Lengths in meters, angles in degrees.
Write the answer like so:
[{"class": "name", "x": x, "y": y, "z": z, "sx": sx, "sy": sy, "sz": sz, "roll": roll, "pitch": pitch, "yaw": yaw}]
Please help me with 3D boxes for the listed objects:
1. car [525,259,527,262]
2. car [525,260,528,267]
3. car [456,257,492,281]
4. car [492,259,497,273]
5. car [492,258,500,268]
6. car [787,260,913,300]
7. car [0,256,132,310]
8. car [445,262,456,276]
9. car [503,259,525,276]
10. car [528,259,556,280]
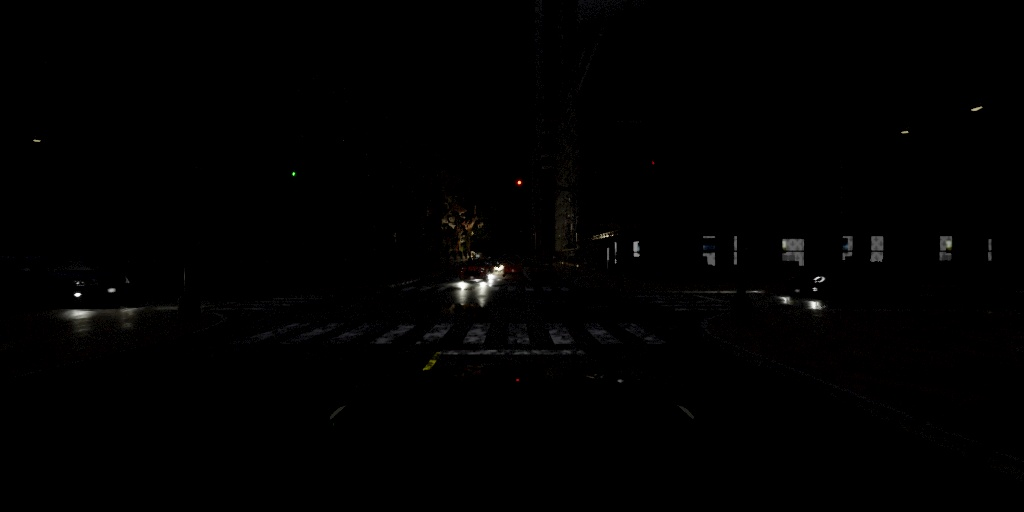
[{"class": "car", "x": 2.665, "y": 1.314, "z": 59.266, "sx": 1.948, "sy": 1.339, "sz": 4.313, "roll": 0, "pitch": 0, "yaw": 0}, {"class": "car", "x": 2.675, "y": 1.318, "z": 36.541, "sx": 1.948, "sy": 1.339, "sz": 4.313, "roll": 0, "pitch": 0, "yaw": 0}, {"class": "car", "x": -3.112, "y": 1.104, "z": 30.034, "sx": 2.097, "sy": 1.767, "sz": 4.553, "roll": 0, "pitch": 0, "yaw": 0}, {"class": "car", "x": -3.115, "y": 1.353, "z": 41.434, "sx": 1.895, "sy": 1.301, "sz": 4.718, "roll": 0, "pitch": 0, "yaw": 0}, {"class": "car", "x": -3.072, "y": 1.100, "z": 59.242, "sx": 2.097, "sy": 1.767, "sz": 4.553, "roll": 0, "pitch": 0, "yaw": 0}, {"class": "car", "x": 15.730, "y": 1.056, "z": 16.893, "sx": 4.553, "sy": 1.767, "sz": 2.097, "roll": 0, "pitch": 0, "yaw": 1}, {"class": "car", "x": -18.778, "y": 1.014, "z": 14.402, "sx": 5.566, "sy": 2.045, "sz": 2.150, "roll": 0, "pitch": 0, "yaw": 1}, {"class": "car", "x": -5.706, "y": 1.297, "z": 36.535, "sx": 1.888, "sy": 1.381, "sz": 4.507, "roll": 0, "pitch": 0, "yaw": 0}, {"class": "car", "x": 0.084, "y": 1.230, "z": 36.855, "sx": 1.882, "sy": 1.535, "sz": 5.008, "roll": 0, "pitch": 0, "yaw": 0}, {"class": "car", "x": 2.678, "y": 1.191, "z": 30.861, "sx": 1.967, "sy": 1.591, "sz": 4.097, "roll": 0, "pitch": 0, "yaw": 0}]
